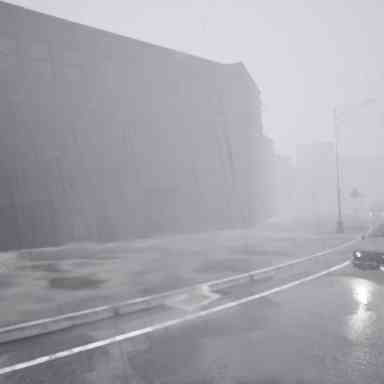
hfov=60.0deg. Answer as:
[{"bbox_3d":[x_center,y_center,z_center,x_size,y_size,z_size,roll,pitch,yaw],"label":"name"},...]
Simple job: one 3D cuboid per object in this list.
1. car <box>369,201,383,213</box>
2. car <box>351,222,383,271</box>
[{"bbox_3d":[27.490,2.118,49.007,2.097,1.767,4.553,-2,-2,34],"label":"car"},{"bbox_3d":[6.849,1.661,10.739,2.033,1.411,5.357,-1,-2,42],"label":"car"}]
